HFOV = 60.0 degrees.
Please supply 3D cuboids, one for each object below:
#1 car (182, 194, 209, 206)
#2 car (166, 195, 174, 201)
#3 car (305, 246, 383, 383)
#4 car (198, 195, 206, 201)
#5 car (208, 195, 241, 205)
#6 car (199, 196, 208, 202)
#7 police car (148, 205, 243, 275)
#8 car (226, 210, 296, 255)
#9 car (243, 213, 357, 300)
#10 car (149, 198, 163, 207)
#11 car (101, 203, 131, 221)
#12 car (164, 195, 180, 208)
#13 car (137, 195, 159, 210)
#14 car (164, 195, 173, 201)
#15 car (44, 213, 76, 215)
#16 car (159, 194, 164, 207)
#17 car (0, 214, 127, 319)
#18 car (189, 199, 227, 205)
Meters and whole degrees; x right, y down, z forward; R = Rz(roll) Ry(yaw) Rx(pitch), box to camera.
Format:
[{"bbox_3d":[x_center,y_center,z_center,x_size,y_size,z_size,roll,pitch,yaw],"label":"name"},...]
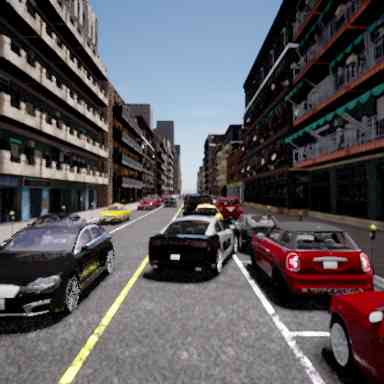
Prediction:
[{"bbox_3d":[0.550,1.230,26.512,2.150,2.045,5.566,0,0,-3],"label":"car"},{"bbox_3d":[-5.781,1.562,87.298,1.887,1.381,4.507,0,0,0],"label":"car"},{"bbox_3d":[2.690,1.546,2.757,1.887,1.381,4.507,0,0,0],"label":"car"},{"bbox_3d":[2.599,1.561,87.303,1.887,1.381,4.507,0,0,0],"label":"car"},{"bbox_3d":[2.667,1.325,25.303,2.192,1.841,5.009,0,0,0],"label":"car"},{"bbox_3d":[2.611,1.542,76.200,1.752,1.417,4.829,0,0,0],"label":"car"},{"bbox_3d":[0.287,1.430,10.812,1.930,1.638,5.238,0,0,16],"label":"police car"},{"bbox_3d":[2.678,1.557,14.029,2.008,1.369,4.403,0,0,0],"label":"car"},{"bbox_3d":[2.684,1.444,8.394,1.967,1.590,4.097,0,0,0],"label":"car"},{"bbox_3d":[-5.746,1.598,53.480,1.802,1.307,4.206,0,0,0],"label":"car"},{"bbox_3d":[-5.715,1.536,25.127,1.752,1.417,4.829,0,0,0],"label":"car"},{"bbox_3d":[-3.141,1.520,49.098,1.837,1.490,4.892,0,0,0],"label":"car"},{"bbox_3d":[-5.733,1.454,42.207,1.967,1.590,4.097,0,0,0],"label":"car"},{"bbox_3d":[-5.775,1.457,81.661,1.967,1.590,4.097,0,0,0],"label":"car"},{"bbox_3d":[-5.703,1.573,14.023,1.947,1.339,4.313,0,0,0],"label":"car"},{"bbox_3d":[-5.738,1.330,47.844,2.192,1.841,5.009,0,0,0],"label":"car"},{"bbox_3d":[-3.108,1.495,7.644,2.128,1.511,4.902,0,0,0],"label":"car"},{"bbox_3d":[0.879,1.464,20.716,1.801,1.575,5.366,0,0,0],"label":"car"}]
